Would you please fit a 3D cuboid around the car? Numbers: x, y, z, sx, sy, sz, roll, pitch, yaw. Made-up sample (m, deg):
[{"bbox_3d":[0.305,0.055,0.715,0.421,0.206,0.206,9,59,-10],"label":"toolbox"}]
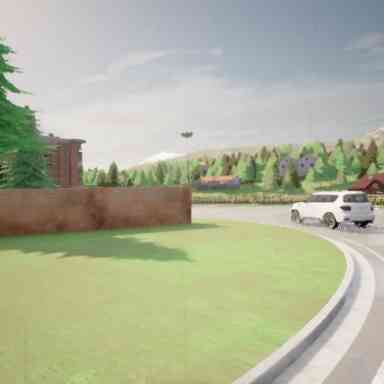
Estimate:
[{"bbox_3d":[8.061,1.012,19.705,2.150,2.045,5.566,0,0,-15],"label":"car"}]
